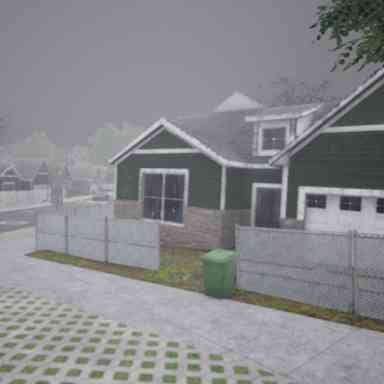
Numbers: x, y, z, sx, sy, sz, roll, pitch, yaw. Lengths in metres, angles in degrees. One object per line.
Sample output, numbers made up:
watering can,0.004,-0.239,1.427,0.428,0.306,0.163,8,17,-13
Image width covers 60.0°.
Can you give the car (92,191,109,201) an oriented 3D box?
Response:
car,-14.437,0.608,52.937,1.837,1.490,4.892,3,1,-3
